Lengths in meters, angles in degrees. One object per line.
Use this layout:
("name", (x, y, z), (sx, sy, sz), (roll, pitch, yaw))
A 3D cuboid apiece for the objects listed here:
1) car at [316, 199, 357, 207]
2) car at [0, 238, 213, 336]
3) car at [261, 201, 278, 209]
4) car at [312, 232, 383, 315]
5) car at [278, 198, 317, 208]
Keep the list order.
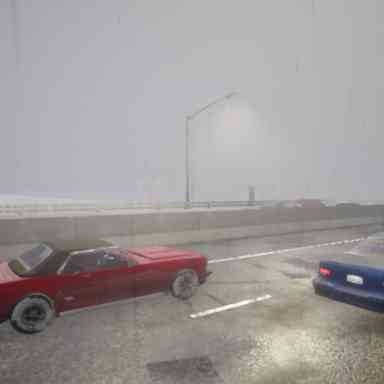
("car", (13.954, 1.591, 30.808), (4.674, 1.442, 1.812), (0, 0, -34))
("car", (-1.891, 1.604, 6.716), (4.718, 1.301, 1.895), (0, 0, -35))
("car", (9.477, 1.629, 36.214), (4.181, 1.385, 1.994), (0, 0, -34))
("car", (4.865, 1.562, 7.187), (5.357, 1.411, 2.033), (0, 0, -35))
("car", (11.155, 1.415, 33.119), (4.553, 1.767, 2.097), (0, 0, -34))
